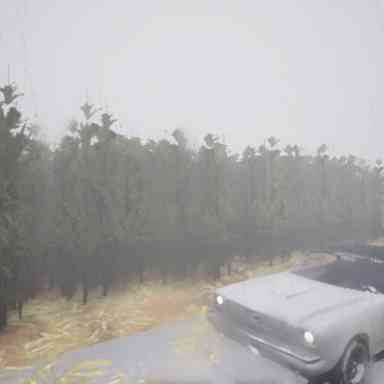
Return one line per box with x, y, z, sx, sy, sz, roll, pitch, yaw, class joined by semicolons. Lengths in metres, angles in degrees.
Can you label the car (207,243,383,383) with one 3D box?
2.555;1.589;5.289;4.718;1.301;1.895;0;0;-35;car
